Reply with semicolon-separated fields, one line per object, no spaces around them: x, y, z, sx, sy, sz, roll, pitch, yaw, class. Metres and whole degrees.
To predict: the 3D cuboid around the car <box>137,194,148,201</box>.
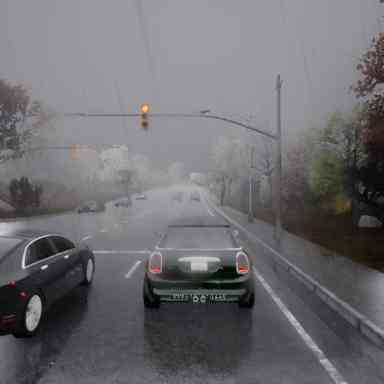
-10.004;1.013;65.978;1.994;1.385;4.181;0;3;1;car

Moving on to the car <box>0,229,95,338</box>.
-3.378;1.505;6.592;1.837;1.490;4.892;0;0;0;car

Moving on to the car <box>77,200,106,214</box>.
-10.350;1.561;34.535;1.994;1.385;4.181;0;0;0;car

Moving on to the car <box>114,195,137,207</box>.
-10.213;1.539;49.926;2.033;1.411;5.357;0;0;1;car

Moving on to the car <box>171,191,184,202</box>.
-2.988;1.067;64.572;2.033;1.411;5.357;0;3;1;car

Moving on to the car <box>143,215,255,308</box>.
0.142;1.352;8.092;2.097;1.767;4.553;0;0;0;car

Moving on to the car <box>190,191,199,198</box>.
0.605;0.513;75.115;2.033;1.411;5.357;0;3;1;car

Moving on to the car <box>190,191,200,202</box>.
0.613;1.051;64.858;2.033;1.411;5.357;0;3;1;car
